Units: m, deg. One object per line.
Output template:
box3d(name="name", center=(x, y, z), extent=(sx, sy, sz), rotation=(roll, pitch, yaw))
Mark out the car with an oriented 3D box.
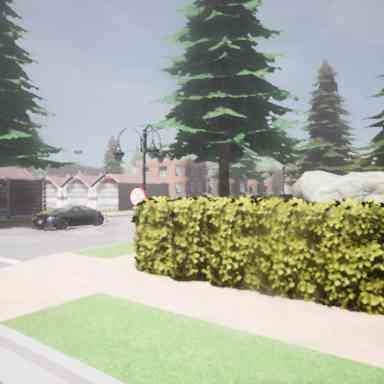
box3d(name="car", center=(-7.535, 1.533, 20.623), extent=(1.994, 1.385, 4.181), rotation=(0, 0, 34))
